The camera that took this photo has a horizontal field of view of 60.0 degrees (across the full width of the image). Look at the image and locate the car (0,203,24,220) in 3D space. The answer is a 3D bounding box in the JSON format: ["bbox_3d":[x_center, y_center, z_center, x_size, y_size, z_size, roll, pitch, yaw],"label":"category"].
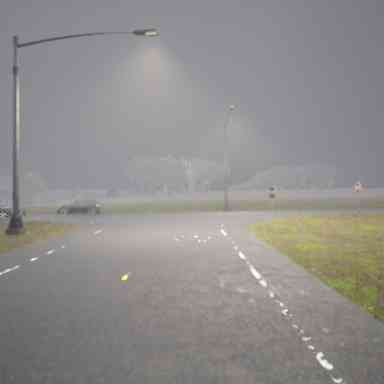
[{"bbox_3d":[-16.669,1.577,27.784,4.892,1.490,1.837,-1,-2,0],"label":"car"}]

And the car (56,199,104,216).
[{"bbox_3d":[-11.706,1.567,34.802,4.553,1.767,2.097,-1,-2,0],"label":"car"}]
